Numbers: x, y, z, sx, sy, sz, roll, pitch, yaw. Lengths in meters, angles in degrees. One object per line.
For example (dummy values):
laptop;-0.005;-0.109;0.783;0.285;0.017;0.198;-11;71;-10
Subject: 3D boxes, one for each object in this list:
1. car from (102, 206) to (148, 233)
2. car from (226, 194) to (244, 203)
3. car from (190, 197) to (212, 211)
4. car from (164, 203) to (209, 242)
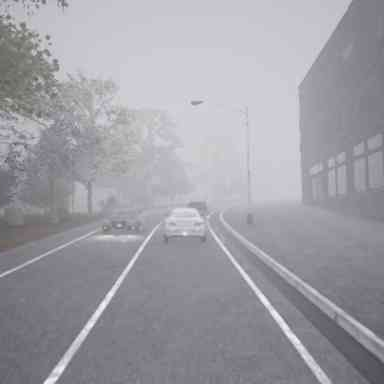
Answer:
car;-3.715;1.509;18.963;1.994;1.385;4.181;0;0;0
car;7.711;1.182;59.426;1.837;1.490;4.892;-4;-1;34
car;0.870;1.295;34.201;1.882;1.535;5.008;-1;0;10
car;-0.338;1.482;16.122;1.812;1.442;4.674;0;0;-1
